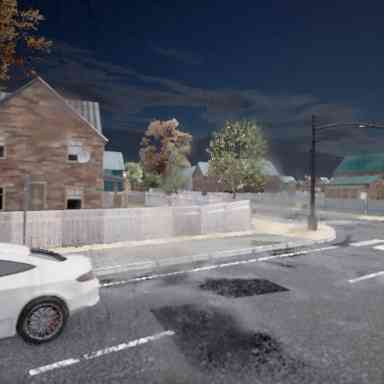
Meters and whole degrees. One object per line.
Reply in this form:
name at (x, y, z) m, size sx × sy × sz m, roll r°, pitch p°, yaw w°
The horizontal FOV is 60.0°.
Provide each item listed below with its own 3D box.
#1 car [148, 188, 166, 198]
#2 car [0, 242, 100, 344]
car at (-6.534, 0.335, 61.667) m, size 2.150 × 2.045 × 5.566 m, roll 1°, pitch 1°, yaw -21°
car at (-3.739, 1.528, 4.872) m, size 4.674 × 1.442 × 1.812 m, roll 0°, pitch 0°, yaw -36°
